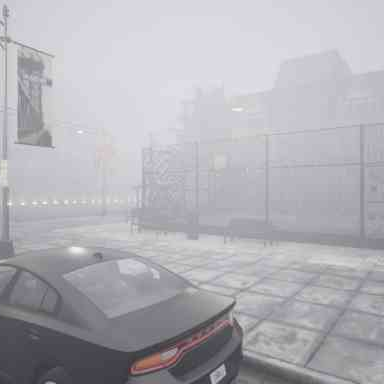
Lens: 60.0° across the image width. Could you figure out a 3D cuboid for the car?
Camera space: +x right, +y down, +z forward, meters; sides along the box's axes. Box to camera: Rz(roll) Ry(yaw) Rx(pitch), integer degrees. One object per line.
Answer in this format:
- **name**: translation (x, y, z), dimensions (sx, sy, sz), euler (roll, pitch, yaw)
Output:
- **car**: translation (-1.785, 1.480, 4.405), dimensions (5.008, 1.535, 2.097), euler (0, 0, 35)
